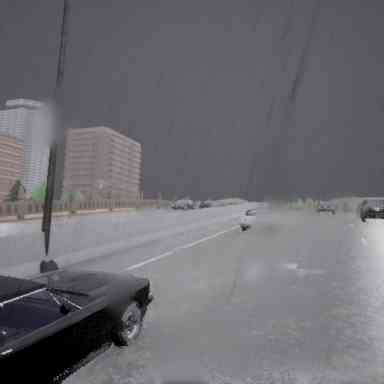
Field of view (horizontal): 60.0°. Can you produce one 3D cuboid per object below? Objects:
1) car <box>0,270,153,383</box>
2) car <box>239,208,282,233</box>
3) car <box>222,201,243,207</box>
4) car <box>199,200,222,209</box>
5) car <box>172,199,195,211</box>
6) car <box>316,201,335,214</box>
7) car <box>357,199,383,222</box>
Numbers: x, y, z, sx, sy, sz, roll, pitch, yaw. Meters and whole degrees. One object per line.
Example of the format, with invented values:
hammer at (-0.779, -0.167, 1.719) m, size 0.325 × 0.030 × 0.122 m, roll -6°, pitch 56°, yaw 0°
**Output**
car at (-2.294, 1.621, 3.801) m, size 1.895 × 1.301 × 4.718 m, roll 0°, pitch 0°, yaw 22°
car at (4.304, 1.621, 20.180) m, size 1.895 × 1.301 × 4.718 m, roll 0°, pitch 0°, yaw 22°
car at (5.784, 1.803, 42.881) m, size 1.994 × 1.385 × 4.181 m, roll 0°, pitch -2°, yaw 22°
car at (2.603, 1.812, 44.344) m, size 2.033 × 1.411 × 5.357 m, roll 0°, pitch -2°, yaw 22°
car at (-1.059, 1.749, 44.656) m, size 1.837 × 1.490 × 4.892 m, roll 0°, pitch -3°, yaw 22°
car at (14.202, 1.615, 35.388) m, size 2.033 × 1.411 × 5.357 m, roll 0°, pitch -1°, yaw 22°
car at (14.199, 1.334, 26.015) m, size 2.097 × 1.767 × 4.553 m, roll 0°, pitch 0°, yaw 22°
